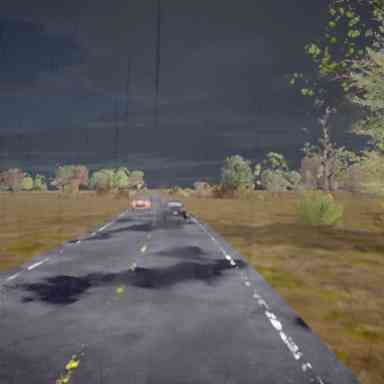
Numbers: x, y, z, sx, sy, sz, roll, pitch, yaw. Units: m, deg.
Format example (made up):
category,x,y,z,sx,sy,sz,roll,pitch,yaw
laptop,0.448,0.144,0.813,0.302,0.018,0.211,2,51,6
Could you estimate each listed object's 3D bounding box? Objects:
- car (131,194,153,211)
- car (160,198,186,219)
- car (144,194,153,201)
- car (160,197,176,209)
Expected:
category,x,y,z,sx,sy,sz,roll,pitch,yaw
car,-5.833,1.202,38.216,2.097,1.767,4.553,0,0,-6
car,-1.489,1.414,27.443,1.812,1.442,4.674,0,0,-6
car,-10.019,1.251,76.928,1.994,1.385,4.181,0,0,-6
car,-3.237,1.424,43.758,1.895,1.301,4.718,0,0,-6
